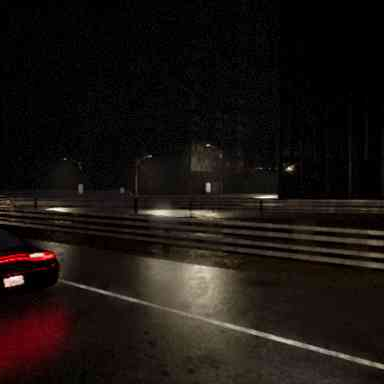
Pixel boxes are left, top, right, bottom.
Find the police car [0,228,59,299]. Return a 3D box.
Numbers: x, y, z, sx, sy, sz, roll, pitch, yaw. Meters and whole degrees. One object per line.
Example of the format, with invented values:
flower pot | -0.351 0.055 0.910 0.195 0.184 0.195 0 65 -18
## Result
police car | -5.281 1.484 7.633 4.974 1.542 2.038 0 0 35
